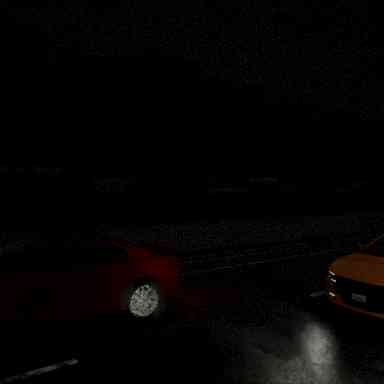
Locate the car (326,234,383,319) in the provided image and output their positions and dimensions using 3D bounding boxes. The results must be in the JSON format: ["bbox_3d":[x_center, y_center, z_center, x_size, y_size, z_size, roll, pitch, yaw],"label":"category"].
[{"bbox_3d":[4.917,1.587,7.190,5.008,1.535,1.882,1,-1,-35],"label":"car"}]

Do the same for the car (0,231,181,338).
[{"bbox_3d":[-2.550,1.494,5.856,5.008,1.535,1.882,1,-1,-35],"label":"car"}]
